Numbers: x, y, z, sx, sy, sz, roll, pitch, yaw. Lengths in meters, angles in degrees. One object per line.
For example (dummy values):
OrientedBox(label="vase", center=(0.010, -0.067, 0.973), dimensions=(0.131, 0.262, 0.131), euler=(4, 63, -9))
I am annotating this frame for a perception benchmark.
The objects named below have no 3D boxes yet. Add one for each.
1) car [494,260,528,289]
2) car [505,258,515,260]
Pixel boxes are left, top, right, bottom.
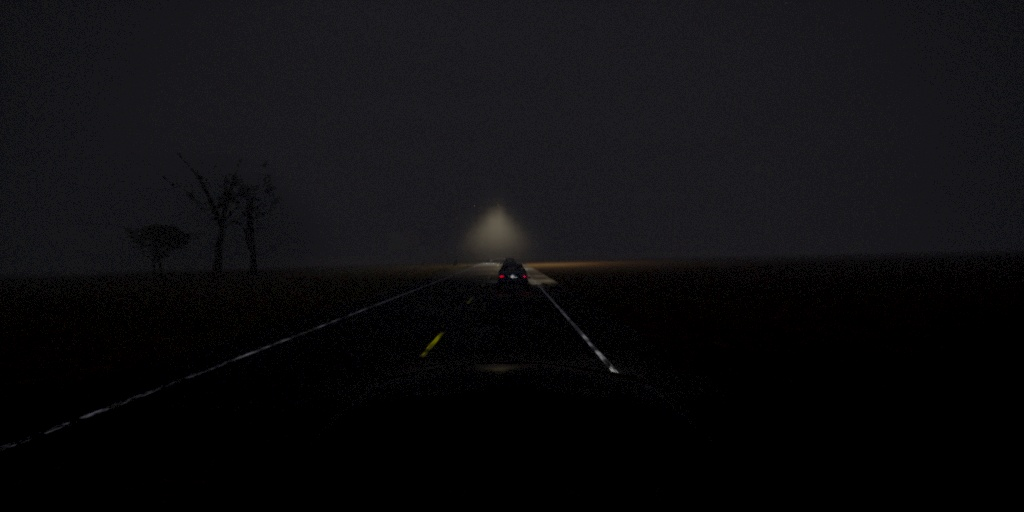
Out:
OrientedBox(label="car", center=(0.024, 1.148, 21.873), dimensions=(2.033, 1.411, 5.357), euler=(0, 0, 0))
OrientedBox(label="car", center=(-0.277, 0.980, 47.366), dimensions=(2.033, 1.411, 5.357), euler=(0, 0, -1))
